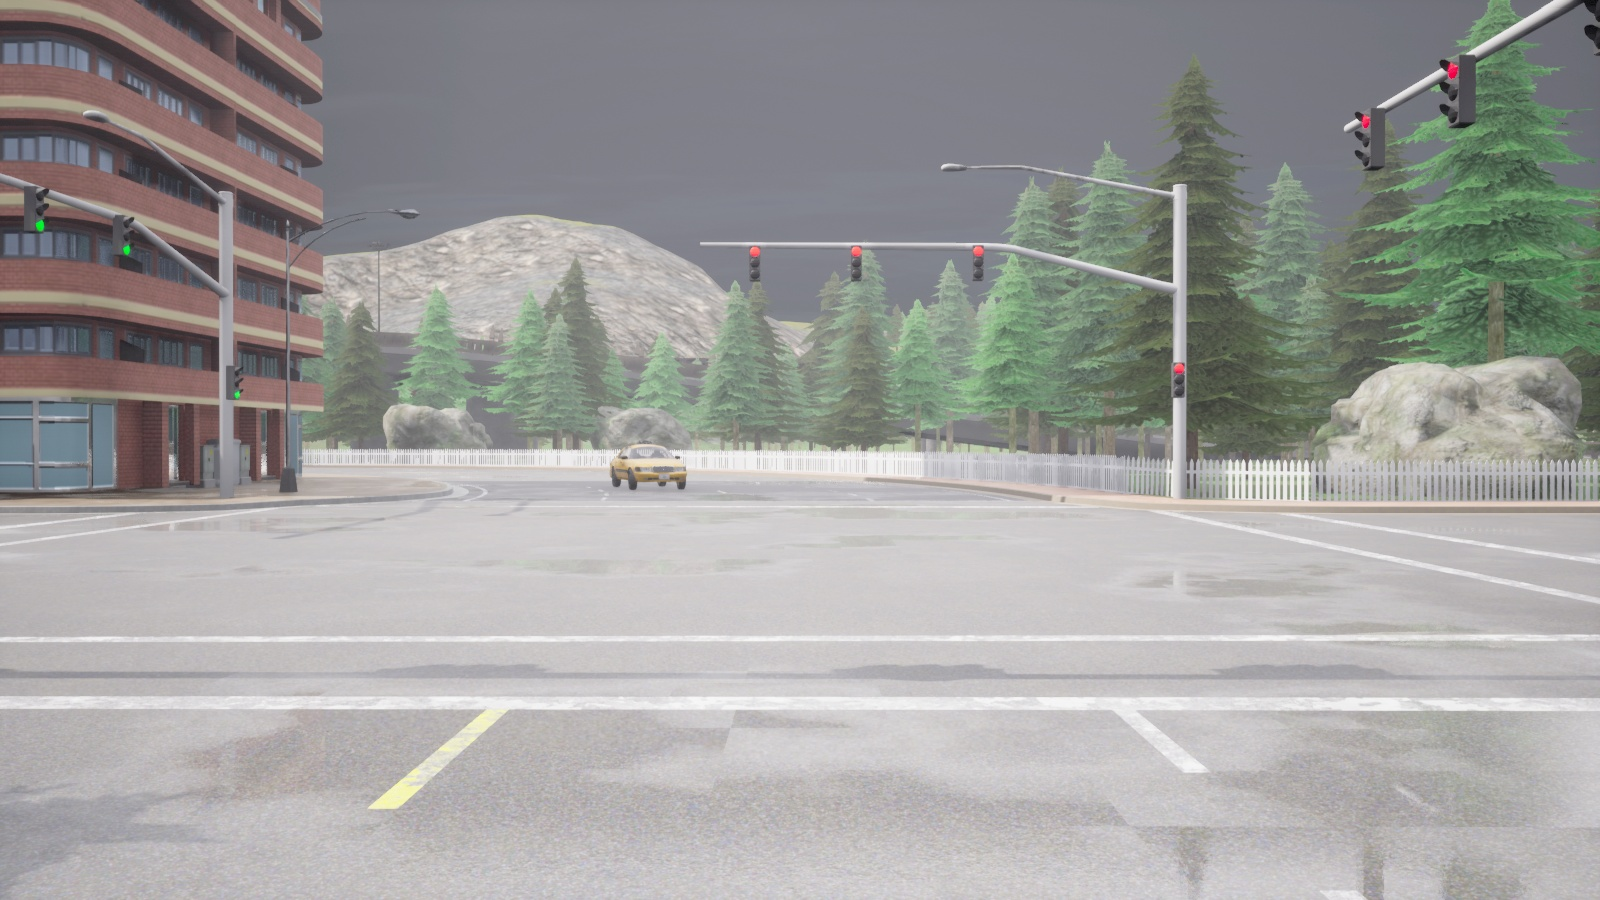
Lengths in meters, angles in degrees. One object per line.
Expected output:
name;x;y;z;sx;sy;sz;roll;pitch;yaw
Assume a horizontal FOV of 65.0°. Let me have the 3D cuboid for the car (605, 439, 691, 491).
car;-5.093;0.446;41.520;1.801;1.575;5.366;0;0;-18
